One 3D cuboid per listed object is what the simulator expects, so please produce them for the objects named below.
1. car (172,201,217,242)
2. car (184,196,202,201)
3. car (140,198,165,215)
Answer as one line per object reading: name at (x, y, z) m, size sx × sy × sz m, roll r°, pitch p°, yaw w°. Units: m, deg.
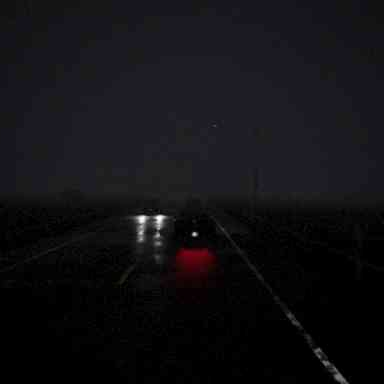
car at (0.107, 1.405, 15.802) m, size 1.837 × 1.490 × 4.892 m, roll 0°, pitch 1°, yaw 0°
car at (0.121, 1.240, 39.535) m, size 2.128 × 1.511 × 4.902 m, roll 0°, pitch 0°, yaw 0°
car at (-3.570, 1.310, 30.814) m, size 1.837 × 1.490 × 4.892 m, roll 0°, pitch 0°, yaw 0°
